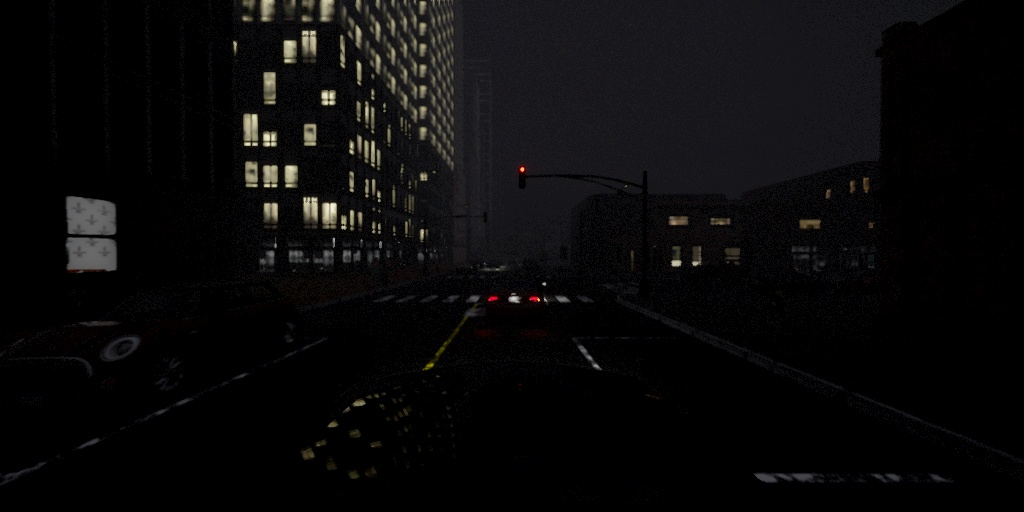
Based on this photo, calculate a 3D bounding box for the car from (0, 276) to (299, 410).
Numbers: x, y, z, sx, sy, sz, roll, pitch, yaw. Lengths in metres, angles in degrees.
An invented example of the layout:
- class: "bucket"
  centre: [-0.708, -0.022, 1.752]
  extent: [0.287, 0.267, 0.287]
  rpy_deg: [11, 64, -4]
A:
- class: "car"
  centre: [-5.685, 1.189, 6.237]
  extent: [1.967, 1.591, 4.097]
  rpy_deg: [0, 0, 0]

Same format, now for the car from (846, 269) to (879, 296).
- class: "car"
  centre: [21.990, 1.474, 20.995]
  extent: [4.097, 1.591, 1.967]
  rpy_deg: [0, 0, 1]

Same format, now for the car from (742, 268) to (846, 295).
- class: "car"
  centre: [16.443, 1.548, 21.076]
  extent: [4.313, 1.339, 1.948]
  rpy_deg: [0, 0, 1]

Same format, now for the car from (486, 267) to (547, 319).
- class: "car"
  centre: [0.242, 1.295, 12.866]
  extent: [2.033, 1.411, 5.357]
  rpy_deg: [0, 0, 4]

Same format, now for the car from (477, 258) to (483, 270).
- class: "car"
  centre: [-5.579, 1.308, 49.828]
  extent: [1.948, 1.339, 4.313]
  rpy_deg: [0, 0, 0]

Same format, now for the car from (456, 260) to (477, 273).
- class: "car"
  centre: [-5.759, 1.268, 44.015]
  extent: [1.751, 1.417, 4.829]
  rpy_deg: [0, 0, 0]

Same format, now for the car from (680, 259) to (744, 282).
- class: "car"
  centre: [16.563, 1.166, 29.454]
  extent: [5.009, 1.841, 2.192]
  rpy_deg: [0, 0, 1]

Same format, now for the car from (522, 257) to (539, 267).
- class: "car"
  centre: [2.769, 1.182, 49.760]
  extent: [1.967, 1.591, 4.097]
  rpy_deg: [0, 0, 0]

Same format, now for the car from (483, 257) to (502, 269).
- class: "car"
  centre: [-2.981, 1.219, 56.419]
  extent: [1.882, 1.535, 5.008]
  rpy_deg: [0, 0, 0]
